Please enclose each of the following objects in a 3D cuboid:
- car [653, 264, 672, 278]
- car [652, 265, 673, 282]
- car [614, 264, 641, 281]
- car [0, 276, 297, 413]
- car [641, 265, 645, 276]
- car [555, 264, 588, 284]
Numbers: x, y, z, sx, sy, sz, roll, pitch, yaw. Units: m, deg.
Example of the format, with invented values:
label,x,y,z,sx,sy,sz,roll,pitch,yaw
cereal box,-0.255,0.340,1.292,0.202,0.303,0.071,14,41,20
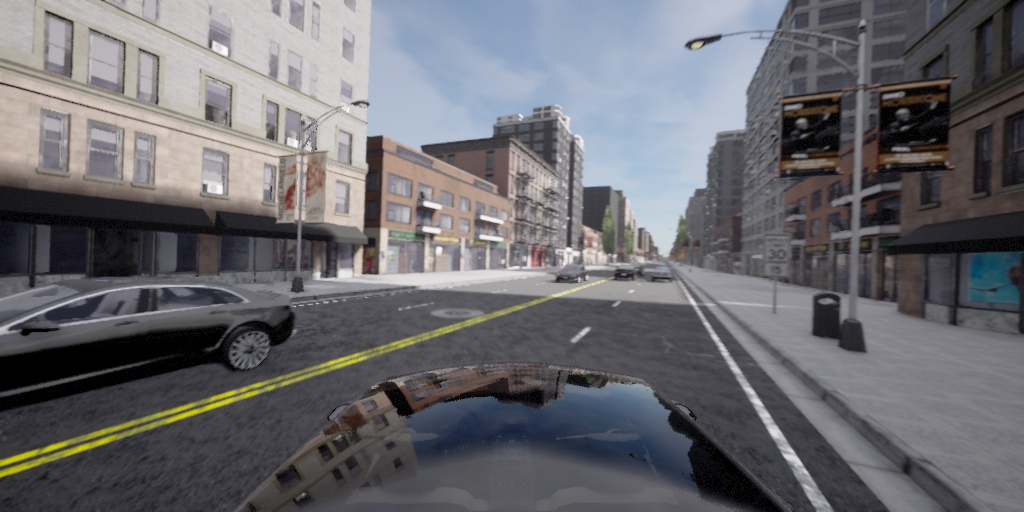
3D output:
label,x,y,z,sx,sy,sz,roll,pitch,yaw
car,19.615,1.893,46.576,2.128,1.511,4.902,2,0,24
car,14.815,1.790,35.373,2.033,1.411,5.357,2,0,24
car,11.388,1.604,35.633,1.882,1.535,5.008,2,0,23
car,-5.557,1.051,4.819,2.128,1.511,4.902,2,0,23
car,16.100,1.788,46.658,1.837,1.490,4.892,2,1,24
car,4.965,1.415,29.265,1.837,1.490,4.892,2,0,23
